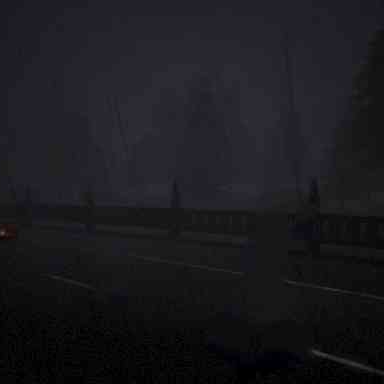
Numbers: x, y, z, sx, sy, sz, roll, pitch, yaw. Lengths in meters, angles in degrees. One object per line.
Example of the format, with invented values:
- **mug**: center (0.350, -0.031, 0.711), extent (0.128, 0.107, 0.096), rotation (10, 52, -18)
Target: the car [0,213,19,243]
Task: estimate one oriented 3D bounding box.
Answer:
- **car**: center (-9.988, 1.543, 15.129), extent (5.008, 1.535, 1.882), rotation (0, -1, 31)
